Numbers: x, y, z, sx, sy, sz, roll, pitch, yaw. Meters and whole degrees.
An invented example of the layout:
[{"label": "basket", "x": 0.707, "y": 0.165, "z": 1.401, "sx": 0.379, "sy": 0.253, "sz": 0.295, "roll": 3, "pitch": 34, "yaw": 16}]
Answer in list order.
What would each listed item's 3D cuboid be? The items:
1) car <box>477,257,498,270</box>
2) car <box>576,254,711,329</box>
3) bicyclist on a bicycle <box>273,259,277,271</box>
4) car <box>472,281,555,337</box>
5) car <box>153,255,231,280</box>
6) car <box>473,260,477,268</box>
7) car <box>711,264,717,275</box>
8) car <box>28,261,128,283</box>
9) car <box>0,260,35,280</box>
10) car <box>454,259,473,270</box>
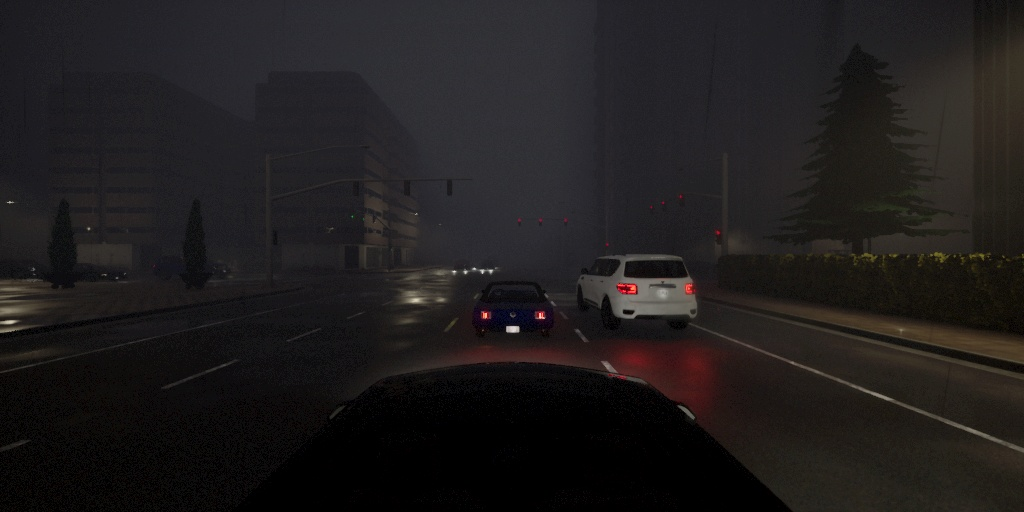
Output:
[{"label": "car", "x": -3.659, "y": 1.313, "z": 53.982, "sx": 1.994, "sy": 1.385, "sz": 4.181, "roll": 0, "pitch": 0, "yaw": 0}, {"label": "car", "x": 3.573, "y": 0.971, "z": 11.362, "sx": 2.150, "sy": 2.045, "sz": 5.566, "roll": 0, "pitch": 0, "yaw": -2}, {"label": "bicyclist on a bicycle", "x": -28.701, "y": 1.050, "z": 42.895, "sx": 0.582, "sy": 1.620, "sz": 1.656, "roll": 0, "pitch": 0, "yaw": 0}, {"label": "car", "x": 0.043, "y": 1.351, "z": 10.233, "sx": 1.895, "sy": 1.301, "sz": 4.718, "roll": 0, "pitch": 0, "yaw": 0}, {"label": "car", "x": -27.505, "y": 0.972, "z": 30.902, "sx": 5.566, "sy": 2.045, "sz": 2.150, "roll": 0, "pitch": 0, "yaw": 0}, {"label": "car", "x": -7.165, "y": 1.350, "z": 62.617, "sx": 1.895, "sy": 1.301, "sz": 4.718, "roll": 0, "pitch": 0, "yaw": 0}, {"label": "car", "x": 18.885, "y": 1.254, "z": 37.722, "sx": 4.892, "sy": 1.490, "sz": 1.837, "roll": 0, "pitch": 0, "yaw": 1}, {"label": "car", "x": -32.872, "y": 1.297, "z": 27.446, "sx": 5.357, "sy": 1.411, "sz": 2.033, "roll": 0, "pitch": 0, "yaw": 0}, {"label": "car", "x": -42.380, "y": 1.103, "z": 31.036, "sx": 4.553, "sy": 1.767, "sz": 2.097, "roll": 0, "pitch": 0, "yaw": 1}, {"label": "car", "x": -7.163, "y": 1.227, "z": 51.739, "sx": 1.882, "sy": 1.535, "sz": 5.008, "roll": 0, "pitch": 0, "yaw": 0}]
